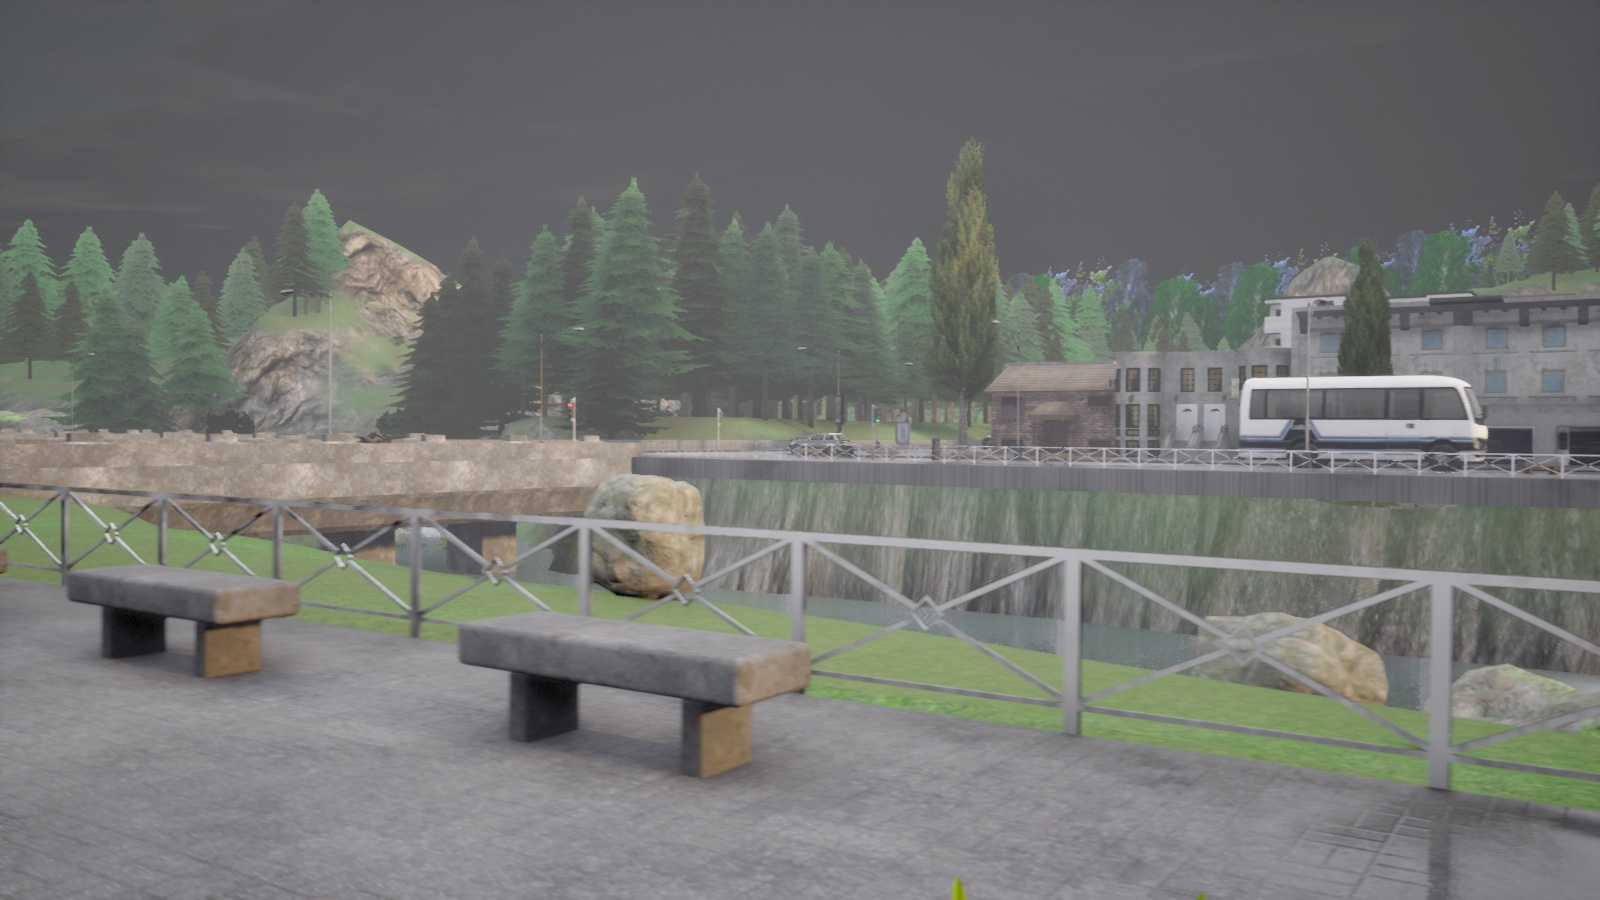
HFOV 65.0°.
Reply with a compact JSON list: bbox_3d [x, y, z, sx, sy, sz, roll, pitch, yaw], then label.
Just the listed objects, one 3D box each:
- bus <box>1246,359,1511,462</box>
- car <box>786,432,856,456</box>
[{"bbox_3d":[25.808,-1.647,56.262,10.273,4.253,3.944,0,1,34],"label":"bus"},{"bbox_3d":[1.278,-0.371,77.375,3.806,1.475,1.970,0,1,34],"label":"car"}]
